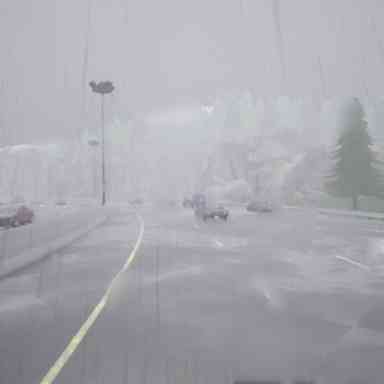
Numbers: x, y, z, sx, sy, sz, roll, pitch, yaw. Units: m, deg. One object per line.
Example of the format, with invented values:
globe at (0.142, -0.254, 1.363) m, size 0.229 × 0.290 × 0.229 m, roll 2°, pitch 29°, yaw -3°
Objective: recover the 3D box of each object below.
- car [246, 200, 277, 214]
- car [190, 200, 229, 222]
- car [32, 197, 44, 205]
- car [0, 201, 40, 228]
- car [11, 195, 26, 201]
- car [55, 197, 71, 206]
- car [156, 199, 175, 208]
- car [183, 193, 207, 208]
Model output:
car at (7.051, 1.473, 34.128) m, size 1.994 × 1.385 × 4.181 m, roll -1°, pitch 0°, yaw -12°
car at (1.435, 1.587, 26.646) m, size 1.895 × 1.301 × 4.718 m, roll -1°, pitch 0°, yaw -10°
car at (-31.801, 1.765, 68.466) m, size 2.097 × 1.767 × 4.553 m, roll -1°, pitch 0°, yaw -28°
car at (-12.431, 1.660, 22.906) m, size 1.882 × 1.535 × 5.008 m, roll -1°, pitch 0°, yaw -9°
car at (-33.923, 1.532, 65.047) m, size 2.150 × 2.045 × 5.566 m, roll -1°, pitch 0°, yaw -28°
car at (-24.347, 1.917, 61.733) m, size 2.033 × 1.411 × 5.357 m, roll -1°, pitch 0°, yaw -26°
car at (-3.961, 1.670, 48.619) m, size 1.895 × 1.301 × 4.718 m, roll -1°, pitch 0°, yaw -18°
car at (0.351, 1.229, 46.524) m, size 2.150 × 2.045 × 5.566 m, roll -1°, pitch 0°, yaw -17°
